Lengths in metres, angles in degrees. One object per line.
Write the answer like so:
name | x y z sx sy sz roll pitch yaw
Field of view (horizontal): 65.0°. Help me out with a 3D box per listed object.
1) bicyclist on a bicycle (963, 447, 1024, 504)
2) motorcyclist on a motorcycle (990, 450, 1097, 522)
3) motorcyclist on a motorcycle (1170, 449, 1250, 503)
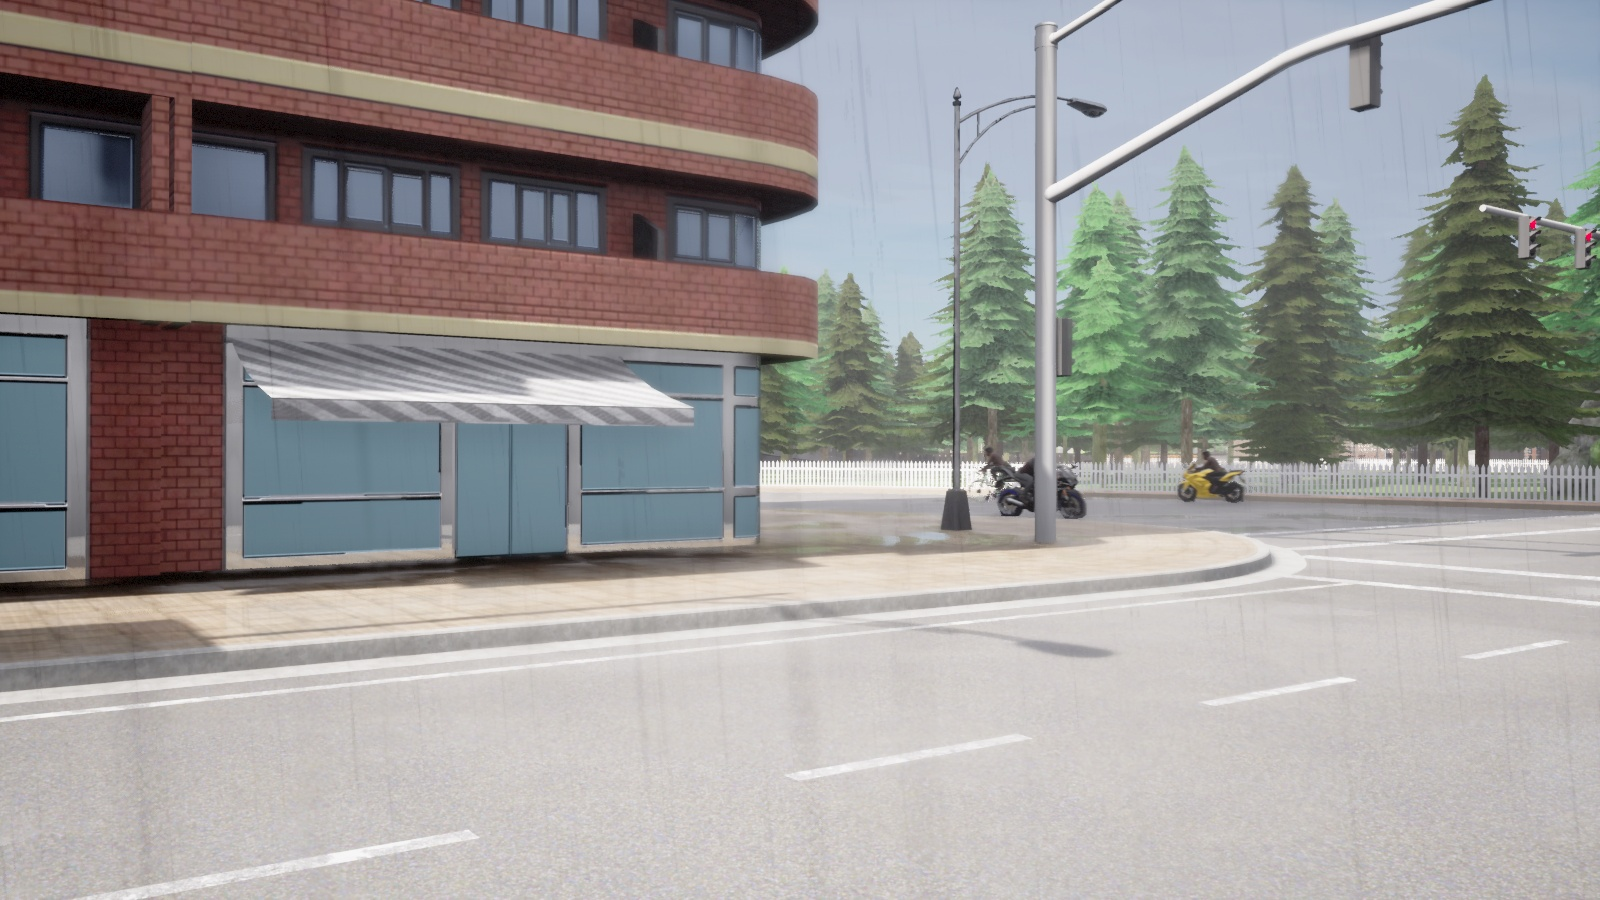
bicyclist on a bicycle | 5.608 0.720 36.469 1.656 1.620 0.582 -1 0 34
motorcyclist on a motorcycle | 5.397 0.781 27.917 2.191 1.530 0.866 0 0 40
motorcyclist on a motorcycle | 11.813 0.735 36.239 2.044 1.523 0.797 0 0 41
